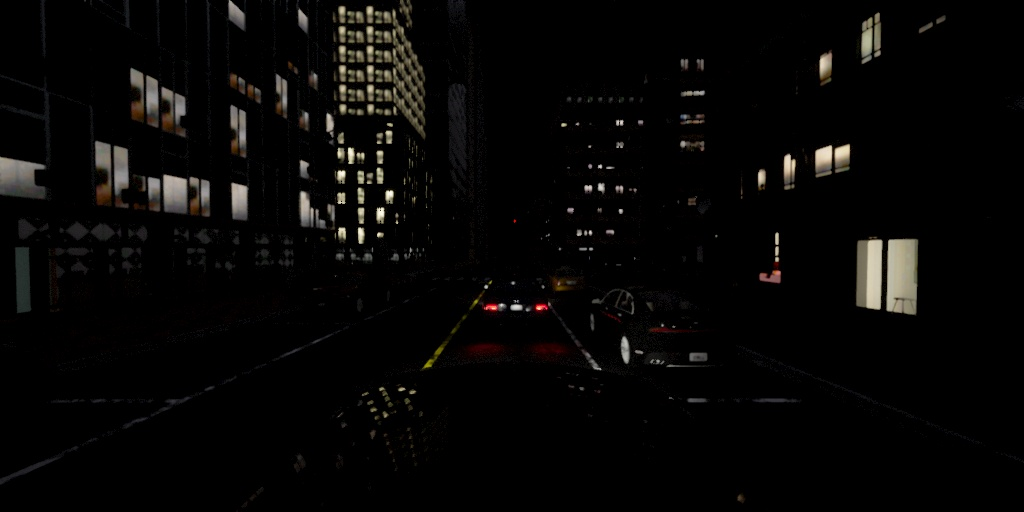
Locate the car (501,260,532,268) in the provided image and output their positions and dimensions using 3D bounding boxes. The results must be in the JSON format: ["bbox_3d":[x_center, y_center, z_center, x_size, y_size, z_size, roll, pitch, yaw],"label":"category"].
[{"bbox_3d":[0.057,1.162,21.431,1.837,1.490,4.892,0,0,0],"label":"car"}]

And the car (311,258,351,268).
[{"bbox_3d":[-21.742,0.846,42.454,4.829,1.417,1.751,0,0,1],"label":"car"}]

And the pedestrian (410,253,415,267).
[{"bbox_3d":[-12.629,0.478,45.301,0.375,1.860,0.375,0,1,1],"label":"pedestrian"}]

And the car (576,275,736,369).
[{"bbox_3d":[2.808,1.273,7.574,2.007,1.370,4.403,0,0,0],"label":"car"}]

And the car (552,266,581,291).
[{"bbox_3d":[2.787,1.195,19.033,1.751,1.417,4.829,0,0,0],"label":"car"}]

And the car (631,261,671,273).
[{"bbox_3d":[16.234,1.195,42.027,4.403,1.370,2.007,0,0,1],"label":"car"}]

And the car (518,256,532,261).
[{"bbox_3d":[2.577,1.021,62.472,2.007,1.370,4.403,0,0,0],"label":"car"}]

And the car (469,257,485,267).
[{"bbox_3d":[-5.792,1.021,56.632,1.751,1.417,4.829,0,0,0],"label":"car"}]

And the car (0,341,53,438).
[{"bbox_3d":[-5.795,1.299,1.971,2.007,1.370,4.403,0,0,0],"label":"car"}]

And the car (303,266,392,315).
[{"bbox_3d":[-5.842,1.241,13.260,1.888,1.381,4.507,0,0,0],"label":"car"}]

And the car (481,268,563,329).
[{"bbox_3d":[0.085,1.254,11.009,2.033,1.411,5.357,0,0,0],"label":"car"}]

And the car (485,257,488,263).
[{"bbox_3d":[-5.803,1.036,62.456,1.948,1.339,4.313,0,0,0],"label":"car"}]
